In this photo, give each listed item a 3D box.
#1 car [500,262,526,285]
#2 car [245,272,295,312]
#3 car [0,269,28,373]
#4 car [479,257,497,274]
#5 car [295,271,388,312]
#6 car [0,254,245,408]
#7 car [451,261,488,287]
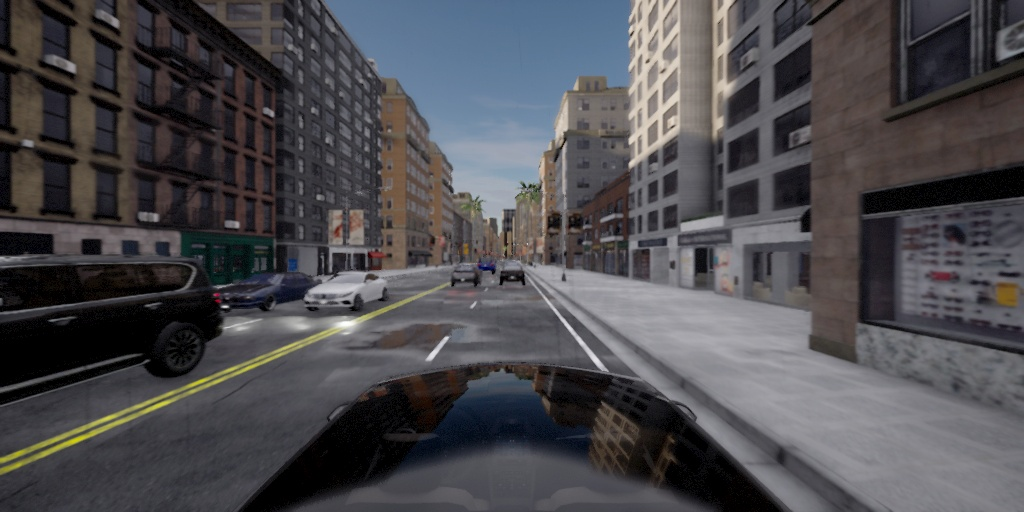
[{"bbox_3d":[0.053,1.366,27.790,1.882,1.535,5.008,0,0,1],"label":"car"},{"bbox_3d":[-9.836,1.368,14.982,2.033,1.411,5.357,0,0,1],"label":"car"},{"bbox_3d":[-9.841,1.116,4.232,2.097,1.767,4.553,0,0,0],"label":"car"},{"bbox_3d":[-3.147,1.211,45.301,2.150,2.045,5.566,0,0,0],"label":"car"},{"bbox_3d":[-6.581,1.345,14.840,1.812,1.442,4.674,0,0,0],"label":"car"},{"bbox_3d":[-6.601,0.988,4.546,2.150,2.045,5.566,0,0,0],"label":"car"},{"bbox_3d":[-3.214,1.372,26.028,2.128,1.511,4.902,0,0,0],"label":"car"}]
